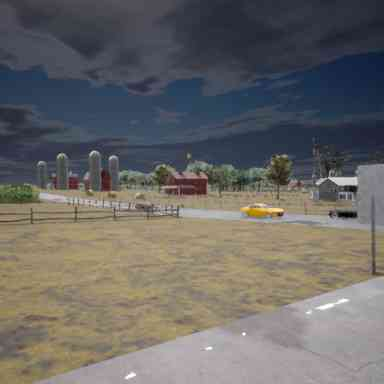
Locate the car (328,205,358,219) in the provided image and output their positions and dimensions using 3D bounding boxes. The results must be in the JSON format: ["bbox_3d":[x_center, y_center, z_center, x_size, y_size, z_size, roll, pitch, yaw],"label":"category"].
[{"bbox_3d":[14.813,1.855,29.998,1.895,1.301,4.718,-1,0,-36],"label":"car"}]

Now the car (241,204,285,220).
[{"bbox_3d":[7.249,1.965,34.431,1.882,1.535,5.008,-1,0,-36],"label":"car"}]

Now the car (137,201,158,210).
[{"bbox_3d":[-7.455,2.220,55.055,1.882,1.535,5.008,-1,1,-35],"label":"car"}]
